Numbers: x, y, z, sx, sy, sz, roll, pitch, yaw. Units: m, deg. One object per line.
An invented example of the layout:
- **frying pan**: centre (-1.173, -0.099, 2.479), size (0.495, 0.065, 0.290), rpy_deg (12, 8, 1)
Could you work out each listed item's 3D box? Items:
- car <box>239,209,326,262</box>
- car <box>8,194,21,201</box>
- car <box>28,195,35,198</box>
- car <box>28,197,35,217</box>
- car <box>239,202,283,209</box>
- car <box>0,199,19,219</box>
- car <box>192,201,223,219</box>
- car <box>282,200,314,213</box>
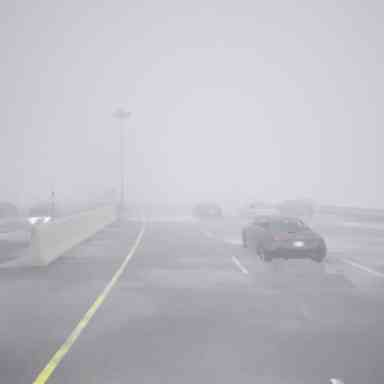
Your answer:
- **car**: centre (3.074, 1.516, 11.931), size (1.994, 1.385, 4.181), rpy_deg (0, 0, -3)
- **car**: centre (-36.070, 1.140, 67.769), size (1.994, 1.385, 4.181), rpy_deg (0, 0, -24)
- **car**: centre (-32.190, 1.285, 67.685), size (2.033, 1.411, 5.357), rpy_deg (0, 0, -23)
- **car**: centre (-13.588, 1.494, 30.826), size (1.994, 1.385, 4.181), rpy_deg (0, 0, -11)
- **car**: centre (5.111, 1.501, 26.133), size (1.895, 1.301, 4.718), rpy_deg (0, 0, -8)
- **car**: centre (-16.782, 1.491, 29.011), size (2.033, 1.411, 5.357), rpy_deg (0, 0, -10)
- **car**: centre (1.250, 1.467, 28.149), size (1.994, 1.385, 4.181), rpy_deg (0, 0, -9)
- **car**: centre (8.366, 1.378, 27.932), size (2.128, 1.511, 4.902), rpy_deg (0, 0, -8)
